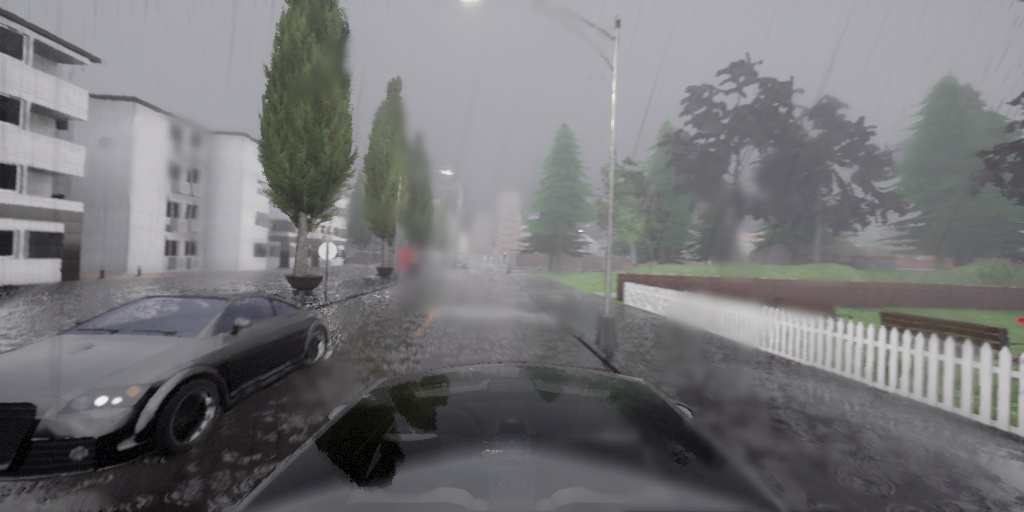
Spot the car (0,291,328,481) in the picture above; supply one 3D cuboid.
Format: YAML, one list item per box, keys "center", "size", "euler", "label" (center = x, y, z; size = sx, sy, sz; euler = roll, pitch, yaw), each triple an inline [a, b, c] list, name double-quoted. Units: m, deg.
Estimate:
- center: [-4.148, 1.178, 4.663]
  size: [1.994, 1.385, 4.181]
  euler: [2, 0, -4]
  label: "car"

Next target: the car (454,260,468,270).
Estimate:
- center: [-7.516, 1.321, 53.431]
  size: [2.128, 1.511, 4.902]
  euler: [2, -1, -4]
  label: "car"
